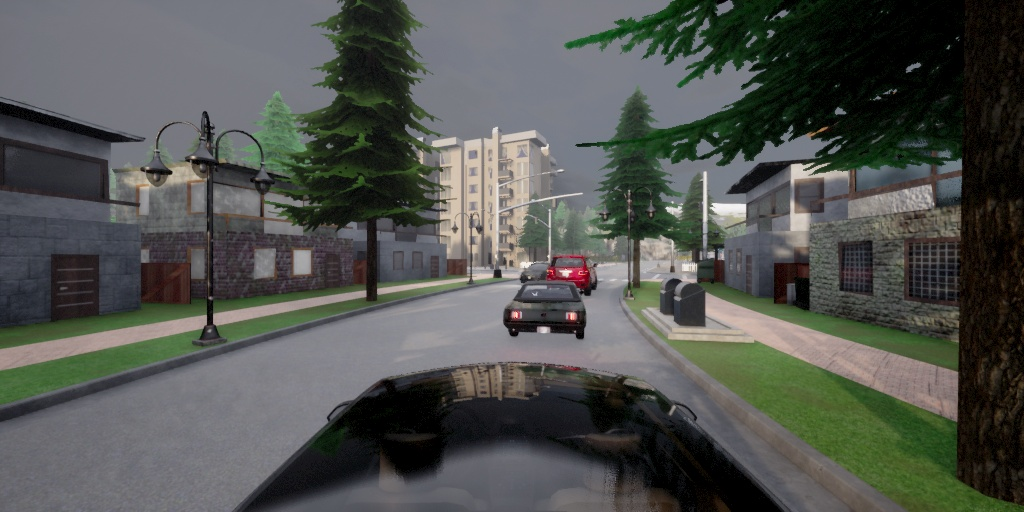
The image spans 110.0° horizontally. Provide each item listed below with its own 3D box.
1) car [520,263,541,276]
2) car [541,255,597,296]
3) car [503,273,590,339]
[{"bbox_3d":[2.126,1.261,26.760,1.837,1.490,4.892,0,0,23],"label":"car"},{"bbox_3d":[3.369,0.971,19.631,2.150,2.045,5.566,0,0,18],"label":"car"},{"bbox_3d":[1.073,1.351,10.135,1.895,1.301,4.718,0,0,9],"label":"car"}]
